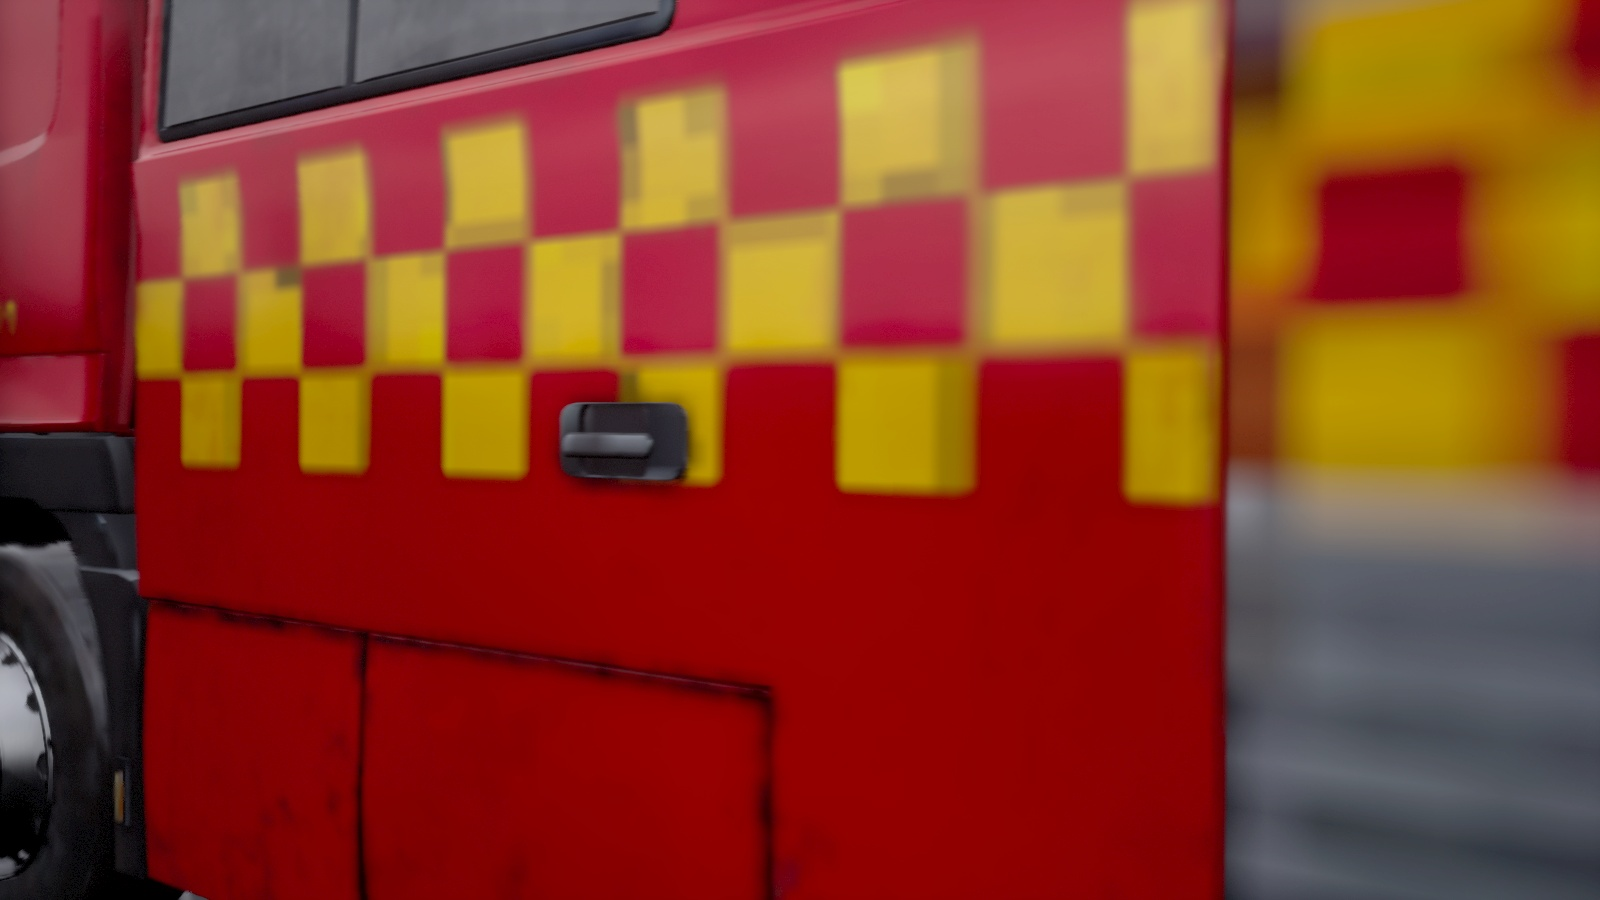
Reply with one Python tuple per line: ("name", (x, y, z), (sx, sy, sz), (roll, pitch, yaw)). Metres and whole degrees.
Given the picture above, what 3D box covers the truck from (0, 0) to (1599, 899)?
("truck", (0.382, -0.482, 3.346), (8.468, 3.827, 2.891), (0, 1, 34))
